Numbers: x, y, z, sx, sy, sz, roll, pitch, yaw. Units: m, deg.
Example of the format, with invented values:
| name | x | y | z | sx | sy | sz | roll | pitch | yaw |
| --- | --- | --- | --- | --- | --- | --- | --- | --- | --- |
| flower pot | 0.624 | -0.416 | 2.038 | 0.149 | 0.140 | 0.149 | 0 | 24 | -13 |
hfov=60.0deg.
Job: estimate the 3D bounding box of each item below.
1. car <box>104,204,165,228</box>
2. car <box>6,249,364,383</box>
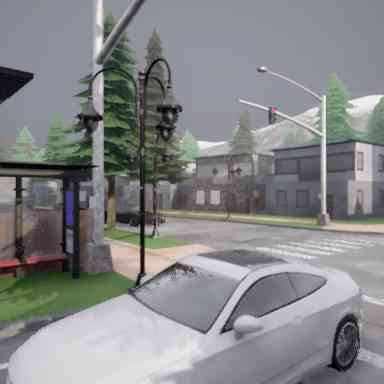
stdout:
| name | x | y | z | sx | sy | sz | roll | pitch | yaw |
| --- | --- | --- | --- | --- | --- | --- | --- | --- | --- |
| car | -4.149 | 1.524 | 22.206 | 5.357 | 1.411 | 2.033 | 0 | 0 | 45 |
| car | 0.382 | 1.525 | 4.063 | 4.674 | 1.442 | 1.812 | 0 | 1 | -38 |
